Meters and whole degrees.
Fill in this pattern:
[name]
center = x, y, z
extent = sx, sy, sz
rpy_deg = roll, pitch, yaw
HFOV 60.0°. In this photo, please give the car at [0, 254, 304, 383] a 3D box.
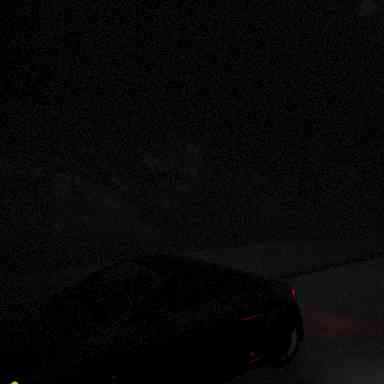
[car]
center = -0.503, 1.562, 4.221
extent = 4.181, 1.385, 1.994
rpy_deg = 0, 0, -35
